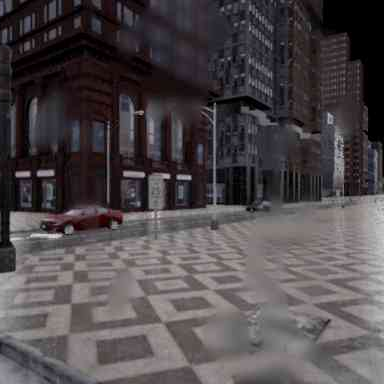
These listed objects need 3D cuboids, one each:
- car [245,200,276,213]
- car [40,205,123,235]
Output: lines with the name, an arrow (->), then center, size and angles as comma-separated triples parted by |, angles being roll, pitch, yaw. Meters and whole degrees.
car -> 8.332, 1.727, 40.066 | 2.033, 1.411, 5.357 | 0, 0, 36
car -> -6.329, 1.541, 19.547 | 1.882, 1.535, 5.008 | 0, 1, 37
